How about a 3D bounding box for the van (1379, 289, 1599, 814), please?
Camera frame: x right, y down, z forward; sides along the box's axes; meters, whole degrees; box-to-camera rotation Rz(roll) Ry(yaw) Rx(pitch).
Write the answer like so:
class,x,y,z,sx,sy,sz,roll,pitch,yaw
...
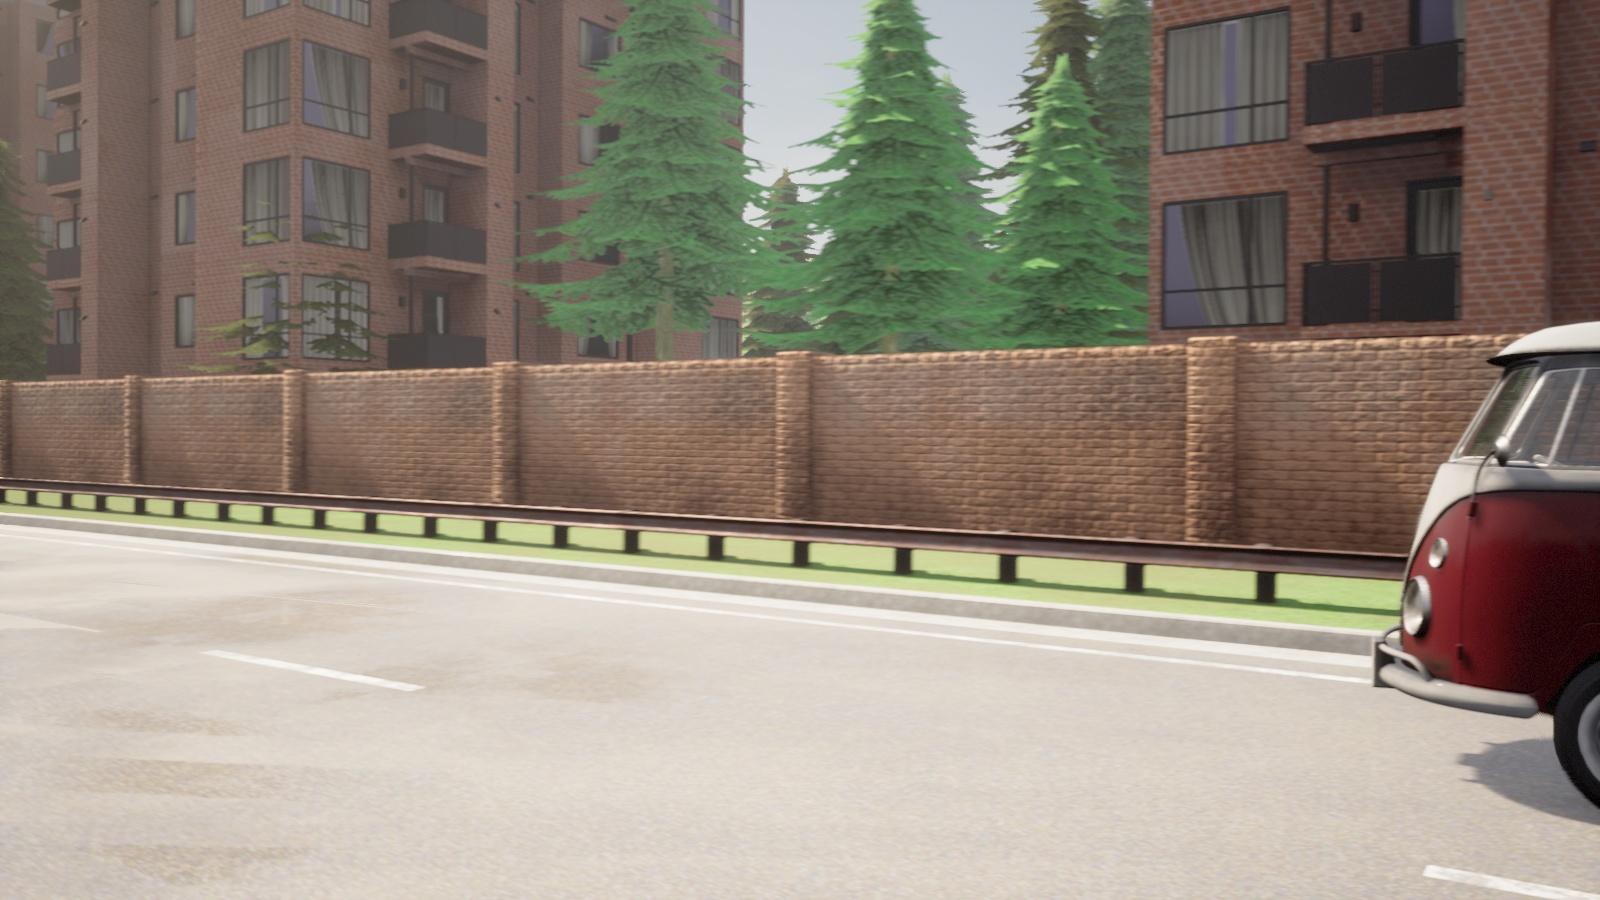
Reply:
class,x,y,z,sx,sy,sz,roll,pitch,yaw
van,4.727,0.379,4.680,4.442,1.987,1.775,0,1,34
